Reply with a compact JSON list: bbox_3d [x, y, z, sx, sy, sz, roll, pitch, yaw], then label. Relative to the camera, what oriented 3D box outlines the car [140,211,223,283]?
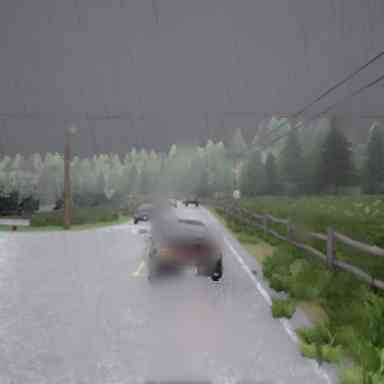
[{"bbox_3d":[-0.448,1.556,9.938,1.837,1.490,4.892,1,0,-10],"label":"car"}]

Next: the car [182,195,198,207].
[{"bbox_3d":[-0.093,1.508,58.220,2.150,2.045,5.566,0,0,-3],"label":"car"}]

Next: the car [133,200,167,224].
[{"bbox_3d":[-3.299,1.633,26.027,1.837,1.490,4.892,0,0,2],"label":"car"}]

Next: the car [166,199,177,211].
[{"bbox_3d":[-3.175,1.677,37.785,2.128,1.511,4.902,0,0,0],"label":"car"}]

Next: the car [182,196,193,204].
[{"bbox_3d":[-1.001,1.708,71.395,2.097,1.767,4.553,0,0,-6],"label":"car"}]
